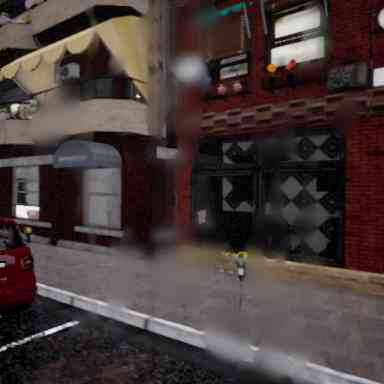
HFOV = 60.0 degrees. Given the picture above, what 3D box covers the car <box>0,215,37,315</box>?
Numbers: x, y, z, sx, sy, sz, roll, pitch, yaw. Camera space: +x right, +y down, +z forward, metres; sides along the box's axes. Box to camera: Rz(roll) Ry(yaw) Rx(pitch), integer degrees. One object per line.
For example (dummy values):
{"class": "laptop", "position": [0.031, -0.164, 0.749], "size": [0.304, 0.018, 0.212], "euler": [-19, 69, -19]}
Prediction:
{"class": "car", "position": [-4.930, 1.310, 6.223], "size": [5.009, 1.841, 2.192], "euler": [0, 1, 36]}
